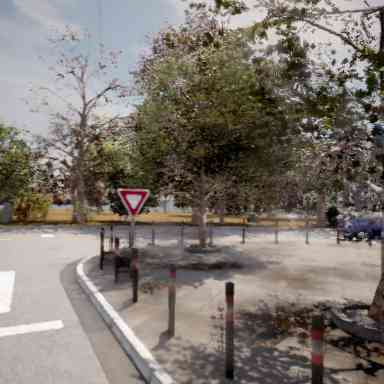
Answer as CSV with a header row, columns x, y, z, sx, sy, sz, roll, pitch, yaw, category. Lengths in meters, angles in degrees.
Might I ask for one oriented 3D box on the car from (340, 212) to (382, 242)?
x,y,z,sx,sy,sz,roll,pitch,yaw,category
11.231,2.020,19.511,4.553,1.767,2.097,1,-2,3,car
